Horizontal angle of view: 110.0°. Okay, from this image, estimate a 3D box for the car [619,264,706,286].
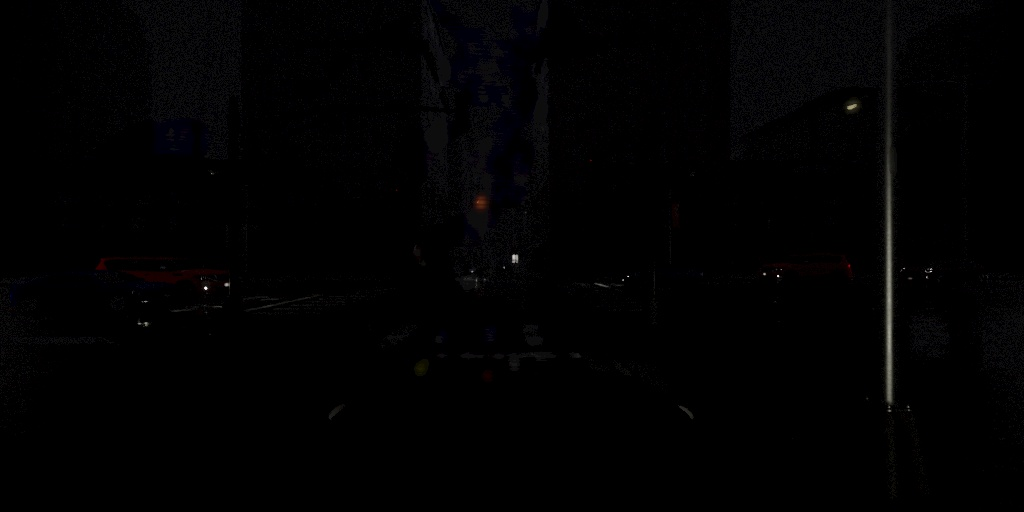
[{"bbox_3d":[10.222,1.244,24.519,5.357,1.411,2.033,0,0,-2],"label":"car"}]

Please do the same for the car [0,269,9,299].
[{"bbox_3d":[-27.055,1.371,16.662,4.674,1.442,1.812,0,0,-1],"label":"car"}]

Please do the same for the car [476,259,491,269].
[{"bbox_3d":[-4.542,1.282,58.289,2.128,1.511,4.902,0,0,-1],"label":"car"}]

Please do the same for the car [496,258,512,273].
[{"bbox_3d":[-0.999,1.341,45.204,1.994,1.385,4.181,0,0,-2],"label":"car"}]

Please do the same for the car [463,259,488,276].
[{"bbox_3d":[-3.982,1.260,37.514,2.128,1.511,4.902,0,0,-2],"label":"car"}]

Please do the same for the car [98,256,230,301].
[{"bbox_3d":[-16.352,1.027,16.996,5.566,2.045,2.150,0,0,-2],"label":"car"}]

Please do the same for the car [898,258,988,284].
[{"bbox_3d":[30.072,0.982,25.122,4.553,1.767,2.097,0,0,-2],"label":"car"}]

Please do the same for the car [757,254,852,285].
[{"bbox_3d":[20.180,0.883,24.826,5.566,2.045,2.150,0,0,-2],"label":"car"}]

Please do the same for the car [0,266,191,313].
[{"bbox_3d":[-15.791,1.280,13.760,5.008,1.535,1.882,0,0,-2],"label":"car"}]

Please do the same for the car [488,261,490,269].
[{"bbox_3d":[-4.263,1.285,47.893,1.837,1.490,4.892,0,0,-2],"label":"car"}]
